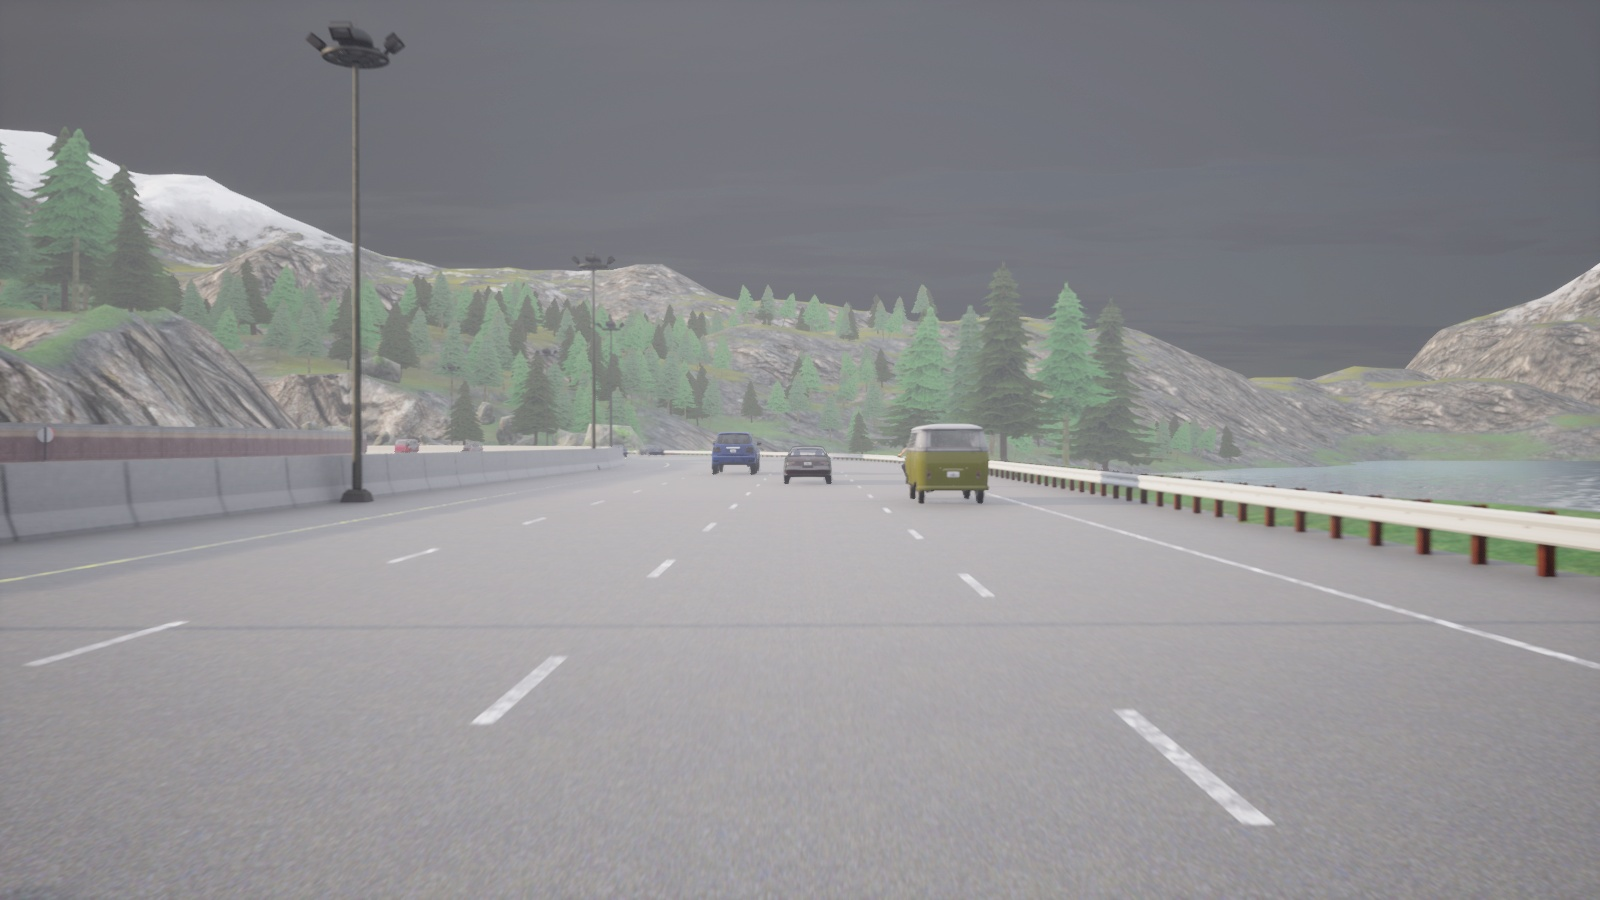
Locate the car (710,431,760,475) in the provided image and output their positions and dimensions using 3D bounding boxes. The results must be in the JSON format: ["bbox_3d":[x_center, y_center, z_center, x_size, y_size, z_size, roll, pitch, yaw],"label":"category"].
[{"bbox_3d":[-3.130,0.118,61.833,2.150,2.045,5.566,0,0,0],"label":"car"}]

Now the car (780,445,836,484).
[{"bbox_3d":[0.291,0.526,48.113,2.033,1.411,5.357,0,0,0],"label":"car"}]

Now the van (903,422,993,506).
[{"bbox_3d":[3.699,0.323,32.056,1.775,1.987,4.442,0,0,0],"label":"van"}]
